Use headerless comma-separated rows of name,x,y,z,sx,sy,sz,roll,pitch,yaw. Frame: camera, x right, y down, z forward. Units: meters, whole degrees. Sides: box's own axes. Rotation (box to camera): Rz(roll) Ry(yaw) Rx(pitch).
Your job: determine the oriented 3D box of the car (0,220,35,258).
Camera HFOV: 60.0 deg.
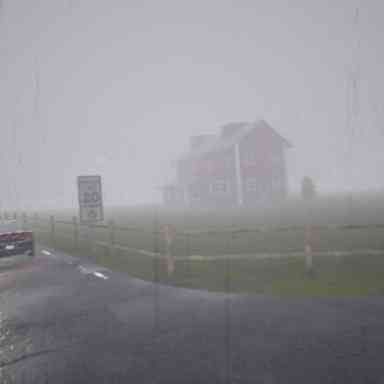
car,-8.110,1.958,14.213,1.882,1.535,5.008,-4,0,-36
